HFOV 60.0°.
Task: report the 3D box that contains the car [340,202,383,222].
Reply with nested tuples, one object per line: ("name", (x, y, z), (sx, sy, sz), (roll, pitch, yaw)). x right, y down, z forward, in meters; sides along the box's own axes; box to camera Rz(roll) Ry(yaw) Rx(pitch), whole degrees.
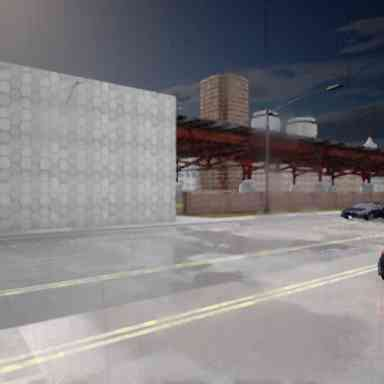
("car", (14.305, 1.559, 27.089), (5.357, 1.411, 2.033), (0, 0, -35))

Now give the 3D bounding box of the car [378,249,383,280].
("car", (6.579, 1.568, 8.449), (4.181, 1.385, 1.994), (0, 0, -35))
